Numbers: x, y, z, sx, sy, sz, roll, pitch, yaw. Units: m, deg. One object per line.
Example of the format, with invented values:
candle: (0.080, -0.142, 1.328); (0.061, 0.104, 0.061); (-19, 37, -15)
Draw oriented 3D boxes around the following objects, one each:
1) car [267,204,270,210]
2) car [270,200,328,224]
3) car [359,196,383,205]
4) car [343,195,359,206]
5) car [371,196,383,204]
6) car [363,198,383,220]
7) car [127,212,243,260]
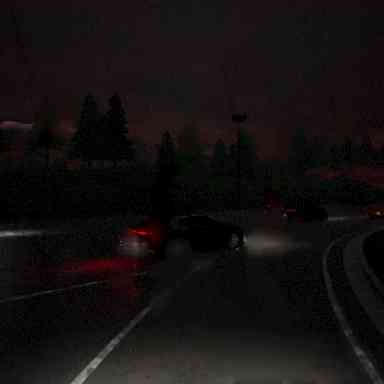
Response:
car: (10.326, 1.546, 36.135); (5.357, 1.411, 2.033); (0, 0, -42)
car: (8.359, 1.490, 24.912); (4.902, 1.511, 2.128); (0, 0, -42)
car: (28.902, 1.524, 52.954); (4.674, 1.442, 1.812); (0, 0, -42)
car: (27.361, 1.349, 56.280); (4.553, 1.767, 2.097); (0, 0, -42)
car: (37.099, 1.522, 65.228); (4.902, 1.511, 2.128); (0, 0, -42)
car: (16.188, 1.477, 27.280); (5.008, 1.535, 1.882); (0, 0, -42)
car: (-0.074, 1.505, 12.557); (4.892, 1.490, 1.837); (0, 0, -42)
